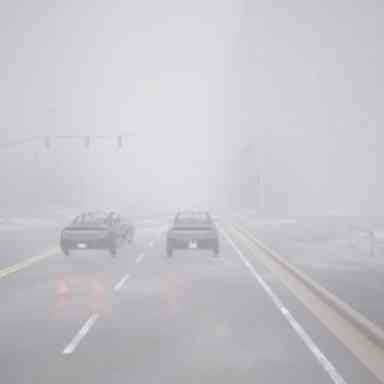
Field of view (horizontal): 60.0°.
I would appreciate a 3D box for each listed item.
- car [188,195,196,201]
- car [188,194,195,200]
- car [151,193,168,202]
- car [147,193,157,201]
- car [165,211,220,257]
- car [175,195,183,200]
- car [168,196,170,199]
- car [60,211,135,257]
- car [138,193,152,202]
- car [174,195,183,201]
[{"bbox_3d":[-0.021,1.583,84.505,1.895,1.301,4.718,0,0,0],"label":"car"},{"bbox_3d":[-0.023,1.451,93.550,1.882,1.535,5.008,0,0,0],"label":"car"},{"bbox_3d":[-7.018,1.346,72.661,2.097,1.767,4.553,0,0,0],"label":"car"},{"bbox_3d":[-10.522,1.199,88.259,2.150,2.045,5.566,0,0,0],"label":"car"},{"bbox_3d":[0.041,1.491,12.954,2.128,1.511,4.902,0,0,0],"label":"car"},{"bbox_3d":[-3.523,1.512,93.549,2.033,1.411,5.357,0,0,0],"label":"car"},{"bbox_3d":[-7.022,1.474,88.290,1.837,1.490,4.892,0,0,0],"label":"car"},{"bbox_3d":[-3.459,1.490,12.949,2.128,1.511,4.902,0,0,0],"label":"car"},{"bbox_3d":[-10.518,1.469,72.631,1.882,1.535,5.008,0,0,0],"label":"car"},{"bbox_3d":[-3.521,1.488,83.847,1.837,1.490,4.892,0,0,0],"label":"car"}]
